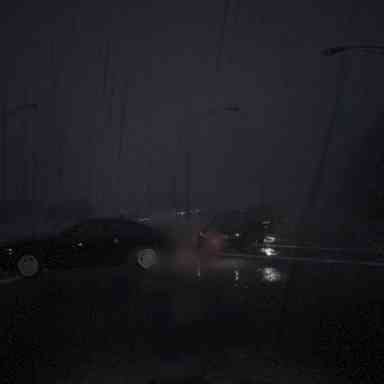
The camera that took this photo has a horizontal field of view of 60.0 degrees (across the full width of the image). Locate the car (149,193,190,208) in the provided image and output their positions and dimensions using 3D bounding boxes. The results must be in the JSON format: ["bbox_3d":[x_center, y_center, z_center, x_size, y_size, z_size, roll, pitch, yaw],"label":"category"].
[{"bbox_3d":[-3.018,1.073,41.788,4.605,1.855,1.932,0,0,18],"label":"car"}]

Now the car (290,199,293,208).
[{"bbox_3d":[13.464,1.538,47.667,1.994,1.385,4.181,0,0,19],"label":"car"}]

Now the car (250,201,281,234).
[{"bbox_3d":[3.934,1.489,19.327,1.837,1.490,4.892,0,0,19],"label":"car"}]

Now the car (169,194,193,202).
[{"bbox_3d":[-2.187,1.256,68.705,4.514,1.523,2.007,0,0,18],"label":"car"}]

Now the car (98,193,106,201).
[{"bbox_3d":[-20.299,1.013,70.935,3.866,1.878,1.905,0,0,18],"label":"car"}]

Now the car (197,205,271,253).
[{"bbox_3d":[1.794,1.514,13.916,1.812,1.442,4.674,0,0,24],"label":"car"}]

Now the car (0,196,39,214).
[{"bbox_3d":[-15.152,1.355,29.404,3.806,1.475,1.970,0,0,18],"label":"car"}]

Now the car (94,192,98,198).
[{"bbox_3d":[-21.937,1.297,67.978,3.806,1.475,1.970,0,0,18],"label":"car"}]

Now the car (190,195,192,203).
[{"bbox_3d":[-2.484,1.052,44.674,3.866,1.878,1.905,0,0,18],"label":"car"}]

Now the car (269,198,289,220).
[{"bbox_3d":[5.838,1.474,24.975,2.128,1.511,4.902,0,0,19],"label":"car"}]

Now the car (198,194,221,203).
[{"bbox_3d":[3.328,1.201,62.988,3.806,1.475,1.970,0,0,18],"label":"car"}]

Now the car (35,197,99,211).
[{"bbox_3d":[-9.067,1.355,24.216,3.633,1.501,1.845,0,0,18],"label":"car"}]

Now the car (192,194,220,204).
[{"bbox_3d":[1.591,1.124,56.802,5.027,1.636,2.152,0,0,18],"label":"car"}]

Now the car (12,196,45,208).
[{"bbox_3d":[-21.752,1.273,44.273,3.633,1.501,1.845,0,0,18],"label":"car"}]

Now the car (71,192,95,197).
[{"bbox_3d":[-18.529,1.248,53.732,4.514,1.523,2.007,0,0,18],"label":"car"}]

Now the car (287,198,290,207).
[{"bbox_3d":[7.708,1.484,30.539,1.837,1.490,4.892,0,0,19],"label":"car"}]

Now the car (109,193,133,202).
[{"bbox_3d":[-13.887,1.045,65.314,4.605,1.855,1.932,0,0,18],"label":"car"}]

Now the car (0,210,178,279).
[{"bbox_3d":[-2.920,1.475,9.917,5.008,1.535,1.882,0,0,-19],"label":"car"}]
